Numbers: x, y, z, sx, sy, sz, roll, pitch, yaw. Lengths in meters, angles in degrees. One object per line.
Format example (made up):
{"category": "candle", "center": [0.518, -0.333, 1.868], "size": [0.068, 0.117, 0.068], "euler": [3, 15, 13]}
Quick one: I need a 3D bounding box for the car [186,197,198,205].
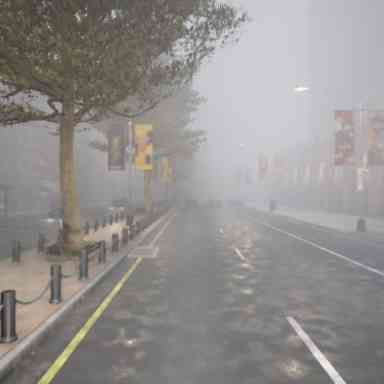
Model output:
{"category": "car", "center": [-0.022, 1.643, 60.133], "size": [1.994, 1.385, 4.181], "euler": [0, 0, 0]}

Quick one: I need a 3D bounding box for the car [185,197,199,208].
{"category": "car", "center": [-0.018, 1.570, 50.015], "size": [1.837, 1.490, 4.892], "euler": [0, 0, 0]}

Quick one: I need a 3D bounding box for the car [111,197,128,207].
{"category": "car", "center": [-11.530, 1.547, 53.287], "size": [1.882, 1.535, 5.008], "euler": [0, 0, 0]}

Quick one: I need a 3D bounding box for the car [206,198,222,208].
{"category": "car", "center": [3.482, 1.630, 50.369], "size": [1.994, 1.385, 4.181], "euler": [0, 0, 0]}

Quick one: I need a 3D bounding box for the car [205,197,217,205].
{"category": "car", "center": [3.478, 1.680, 60.165], "size": [1.895, 1.301, 4.718], "euler": [0, 0, 0]}

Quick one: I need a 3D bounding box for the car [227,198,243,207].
{"category": "car", "center": [6.730, 1.664, 52.677], "size": [1.895, 1.301, 4.718], "euler": [0, 0, 0]}

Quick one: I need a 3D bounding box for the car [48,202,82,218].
{"category": "car", "center": [-11.606, 1.566, 30.838], "size": [1.812, 1.442, 4.674], "euler": [0, 0, 0]}
